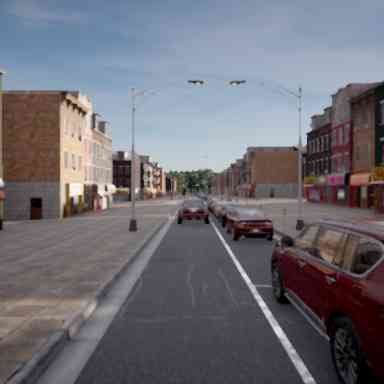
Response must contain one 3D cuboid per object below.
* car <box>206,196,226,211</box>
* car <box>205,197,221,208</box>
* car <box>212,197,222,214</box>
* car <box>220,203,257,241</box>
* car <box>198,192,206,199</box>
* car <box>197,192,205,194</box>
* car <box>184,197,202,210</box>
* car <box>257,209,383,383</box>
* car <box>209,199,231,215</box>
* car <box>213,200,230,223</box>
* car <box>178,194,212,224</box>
[{"bbox_3d":[2.650,1.244,37.843,1.967,1.590,4.097,0,0,0],"label":"car"},{"bbox_3d":[2.653,1.366,43.310,1.802,1.307,4.206,0,0,0],"label":"car"},{"bbox_3d":[2.647,1.374,27.080,1.752,1.417,4.829,0,0,0],"label":"car"},{"bbox_3d":[2.642,1.448,15.976,1.887,1.381,4.507,0,0,0],"label":"car"},{"bbox_3d":[2.670,1.037,91.458,2.192,1.841,5.009,-1,0,0],"label":"car"},{"bbox_3d":[2.667,1.163,80.653,1.967,1.590,4.097,-1,0,0],"label":"car"},{"bbox_3d":[0.117,1.341,40.587,2.033,1.411,5.357,0,0,0],"label":"car"},{"bbox_3d":[2.637,1.281,5.040,2.192,1.841,5.009,0,0,0],"label":"car"},{"bbox_3d":[2.649,1.408,32.377,1.802,1.307,4.206,0,0,0],"label":"car"},{"bbox_3d":[2.644,1.442,21.443,1.947,1.339,4.313,0,0,0],"label":"car"},{"bbox_3d":[0.110,1.216,23.736,2.097,1.767,4.553,0,0,0],"label":"car"}]
